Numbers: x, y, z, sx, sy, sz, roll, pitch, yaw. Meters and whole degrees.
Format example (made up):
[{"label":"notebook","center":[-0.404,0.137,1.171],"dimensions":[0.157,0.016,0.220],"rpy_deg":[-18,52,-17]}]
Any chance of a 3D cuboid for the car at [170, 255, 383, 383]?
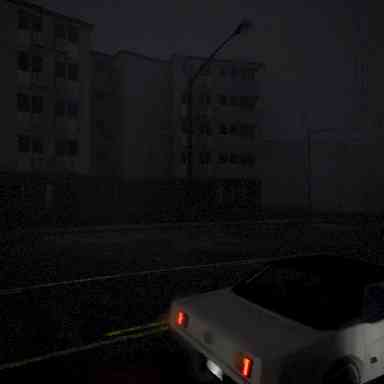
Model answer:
[{"label":"car","center":[2.188,1.601,4.641],"dimensions":[4.718,1.301,1.895],"rpy_deg":[0,0,-29]}]
